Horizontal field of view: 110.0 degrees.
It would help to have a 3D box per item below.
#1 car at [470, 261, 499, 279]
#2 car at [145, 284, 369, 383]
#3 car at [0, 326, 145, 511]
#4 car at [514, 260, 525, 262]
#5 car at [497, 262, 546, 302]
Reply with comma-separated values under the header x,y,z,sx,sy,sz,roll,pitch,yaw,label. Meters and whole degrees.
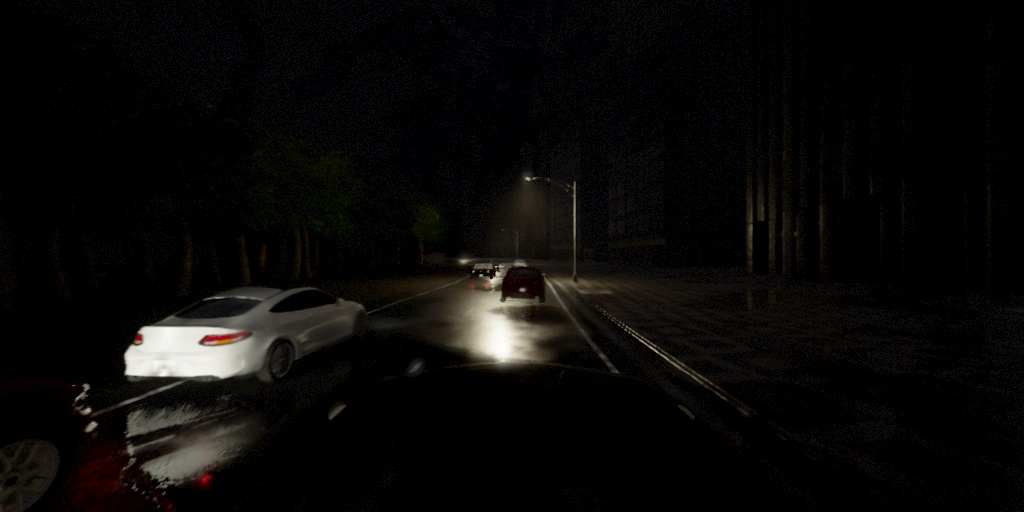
x,y,z,sx,sy,sz,roll,pitch,yaw,label
-2.466,1.332,31.777,1.895,1.301,4.718,0,0,2,car
-4.503,1.270,6.997,1.812,1.442,4.674,0,0,1,car
-4.560,1.225,1.011,1.882,1.535,5.008,0,0,0,car
1.004,1.243,47.014,1.812,1.442,4.674,0,0,-2,car
0.571,1.220,16.907,1.882,1.535,5.008,0,0,3,car
